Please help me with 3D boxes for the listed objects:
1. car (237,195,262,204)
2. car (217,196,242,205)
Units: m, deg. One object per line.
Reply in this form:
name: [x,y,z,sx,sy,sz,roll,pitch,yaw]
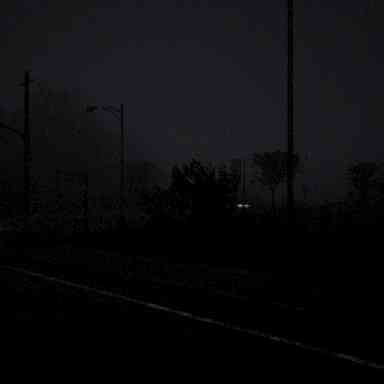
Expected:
car: [9.629,1.281,55.012,2.033,1.411,5.357,0,1,38]
car: [6.421,1.348,56.600,1.895,1.301,4.718,0,1,38]
